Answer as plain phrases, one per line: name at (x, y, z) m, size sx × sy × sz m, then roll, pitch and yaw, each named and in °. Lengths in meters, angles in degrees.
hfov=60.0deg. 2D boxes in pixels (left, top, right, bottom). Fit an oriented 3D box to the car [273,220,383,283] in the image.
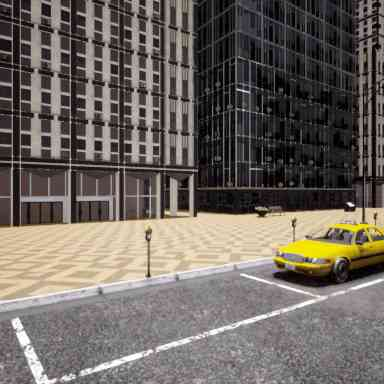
car at (4.407, 1.526, 9.653) m, size 4.829 × 1.417 × 1.752 m, roll 0°, pitch 0°, yaw -35°
